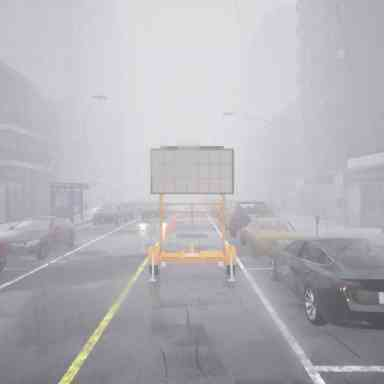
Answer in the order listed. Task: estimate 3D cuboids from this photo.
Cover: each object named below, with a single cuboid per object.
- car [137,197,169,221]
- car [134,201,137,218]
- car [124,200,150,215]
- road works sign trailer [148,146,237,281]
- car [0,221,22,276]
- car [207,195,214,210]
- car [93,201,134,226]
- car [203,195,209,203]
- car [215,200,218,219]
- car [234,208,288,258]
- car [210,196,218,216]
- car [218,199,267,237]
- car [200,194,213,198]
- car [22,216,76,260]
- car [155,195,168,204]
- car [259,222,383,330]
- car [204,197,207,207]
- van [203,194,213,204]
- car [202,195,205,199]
[{"bbox_3d":[-2.976,1.472,27.367,1.882,1.535,5.008,0,0,0],"label":"car"},{"bbox_3d":[-5.642,1.560,28.960,1.947,1.339,4.313,0,0,0],"label":"car"},{"bbox_3d":[-5.637,1.558,34.485,1.947,1.339,4.313,0,0,0],"label":"car"},{"bbox_3d":[0.007,0.463,9.777,2.380,3.560,2.880,0,0,0],"label":"road works sign trailer"},{"bbox_3d":[-5.663,1.544,6.860,1.887,1.381,4.507,0,0,0],"label":"car"},{"bbox_3d":[2.889,1.432,34.489,1.967,1.590,4.097,0,0,0],"label":"car"},{"bbox_3d":[-5.647,1.540,23.435,1.887,1.381,4.507,0,0,0],"label":"car"},{"bbox_3d":[2.899,1.540,45.536,2.008,1.369,4.403,0,0,0],"label":"car"},{"bbox_3d":[2.879,1.520,23.612,1.752,1.417,4.829,0,0,0],"label":"car"},{"bbox_3d":[2.869,1.523,12.565,1.752,1.417,4.829,0,0,0],"label":"car"},{"bbox_3d":[2.884,1.434,28.966,1.967,1.590,4.097,0,0,0],"label":"car"},{"bbox_3d":[2.874,1.311,17.918,2.192,1.841,5.009,0,0,0],"label":"car"},{"bbox_3d":[2.910,1.302,56.584,2.192,1.841,5.009,0,0,0],"label":"car"},{"bbox_3d":[-5.658,1.580,12.385,1.802,1.307,4.206,0,0,0],"label":"car"},{"bbox_3d":[-5.611,1.426,62.110,1.967,1.590,4.097,0,0,0],"label":"car"},{"bbox_3d":[2.863,1.565,6.871,1.947,1.339,4.313,0,0,0],"label":"car"},{"bbox_3d":[2.894,1.542,40.013,2.008,1.369,4.403,0,0,0],"label":"car"},{"bbox_3d":[2.915,1.327,62.107,1.690,1.788,3.998,0,0,0],"label":"van"},{"bbox_3d":[2.905,1.554,51.060,1.947,1.339,4.313,0,0,0],"label":"car"}]
